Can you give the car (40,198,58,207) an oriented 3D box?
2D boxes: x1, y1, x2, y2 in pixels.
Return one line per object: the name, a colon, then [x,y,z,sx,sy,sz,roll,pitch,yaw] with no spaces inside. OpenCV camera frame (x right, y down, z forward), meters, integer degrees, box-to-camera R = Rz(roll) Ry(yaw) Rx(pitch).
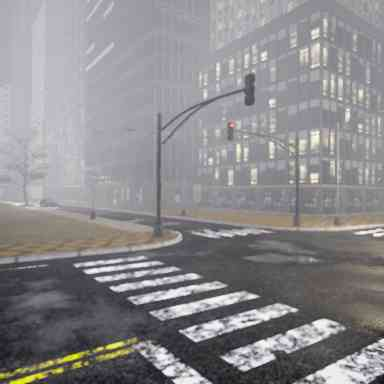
car: [-22.995,1.698,53.329,2.033,1.411,5.357,1,0,-35]
